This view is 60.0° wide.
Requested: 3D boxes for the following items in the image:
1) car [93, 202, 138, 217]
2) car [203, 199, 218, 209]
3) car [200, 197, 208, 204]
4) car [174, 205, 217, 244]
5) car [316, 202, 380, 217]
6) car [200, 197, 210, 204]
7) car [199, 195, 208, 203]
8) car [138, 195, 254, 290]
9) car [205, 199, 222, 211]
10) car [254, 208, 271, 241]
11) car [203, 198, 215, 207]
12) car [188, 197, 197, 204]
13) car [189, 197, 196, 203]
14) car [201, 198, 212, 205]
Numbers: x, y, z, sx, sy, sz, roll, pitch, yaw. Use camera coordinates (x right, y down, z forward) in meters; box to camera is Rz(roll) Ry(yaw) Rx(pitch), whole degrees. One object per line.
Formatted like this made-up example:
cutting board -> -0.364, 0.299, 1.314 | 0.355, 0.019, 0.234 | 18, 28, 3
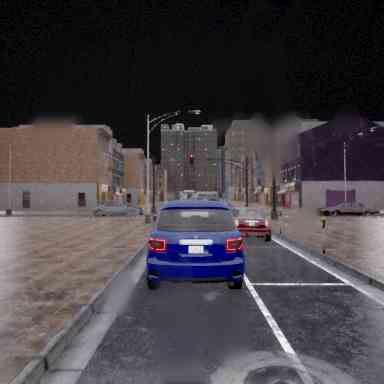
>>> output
car -> -6.381, 1.565, 28.854 | 4.181, 1.385, 1.994 | 0, -2, 1
car -> 2.720, 1.717, 49.012 | 1.947, 1.339, 4.313 | 1, 0, 0
car -> 2.758, 1.910, 76.369 | 1.752, 1.417, 4.829 | 1, -1, 0
car -> 0.118, 1.499, 17.015 | 1.882, 1.535, 5.008 | 0, 0, -1
car -> 14.756, 1.621, 31.606 | 5.357, 1.411, 2.033 | 0, -2, 3
car -> 2.750, 1.857, 70.932 | 1.752, 1.417, 4.829 | 1, -1, 0
car -> 2.769, 1.754, 81.640 | 2.192, 1.841, 5.009 | 1, -1, 0
car -> 0.053, 1.230, 9.229 | 2.150, 2.045, 5.566 | 0, 0, -1
car -> 2.714, 1.683, 43.576 | 1.947, 1.339, 4.313 | 1, 0, 0
car -> 2.683, 1.462, 16.829 | 1.967, 1.590, 4.097 | 2, 0, 0
car -> 2.729, 1.715, 54.619 | 1.752, 1.417, 4.829 | 1, 0, 0
car -> 0.102, 1.888, 74.252 | 2.128, 1.511, 4.902 | 0, -1, 0
car -> 0.114, 1.969, 84.401 | 1.837, 1.490, 4.892 | 0, -1, 0
car -> 2.742, 1.845, 65.324 | 1.947, 1.339, 4.313 | 1, -1, 0
